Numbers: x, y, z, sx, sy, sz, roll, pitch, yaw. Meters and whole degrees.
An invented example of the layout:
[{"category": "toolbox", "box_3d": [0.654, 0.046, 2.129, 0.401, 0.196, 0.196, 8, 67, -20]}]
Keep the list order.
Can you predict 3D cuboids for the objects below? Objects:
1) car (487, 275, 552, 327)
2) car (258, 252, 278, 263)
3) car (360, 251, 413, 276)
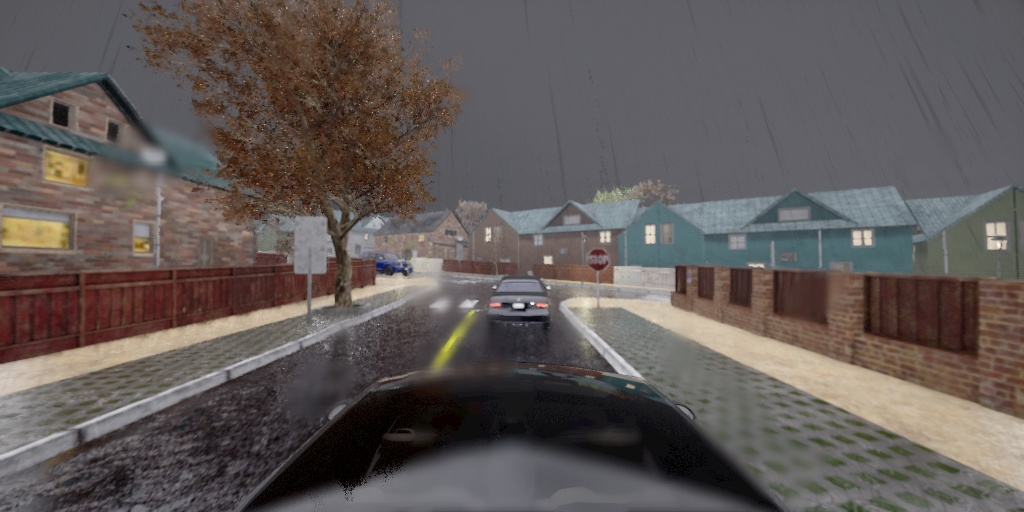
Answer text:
[{"category": "car", "box_3d": [0.301, 1.332, 11.712, 2.033, 1.411, 5.357, 0, 0, 3]}, {"category": "car", "box_3d": [-30.201, 0.243, 43.651, 5.008, 1.535, 1.882, 2, -1, 32]}, {"category": "car", "box_3d": [-11.231, 0.667, 31.731, 5.566, 2.045, 2.150, 2, 0, 32]}]
